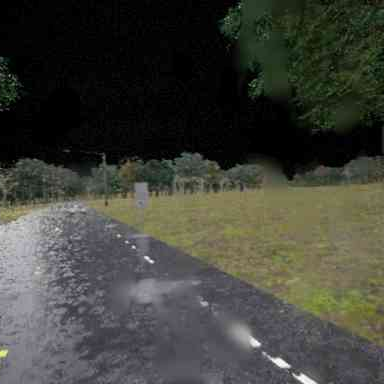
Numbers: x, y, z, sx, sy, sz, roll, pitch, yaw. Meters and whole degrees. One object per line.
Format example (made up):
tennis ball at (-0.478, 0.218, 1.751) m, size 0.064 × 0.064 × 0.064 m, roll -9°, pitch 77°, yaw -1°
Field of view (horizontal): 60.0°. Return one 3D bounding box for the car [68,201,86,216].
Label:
car at (-14.258, 2.244, 41.402) m, size 1.895 × 1.301 × 4.718 m, roll -3°, pitch 0°, yaw -20°
